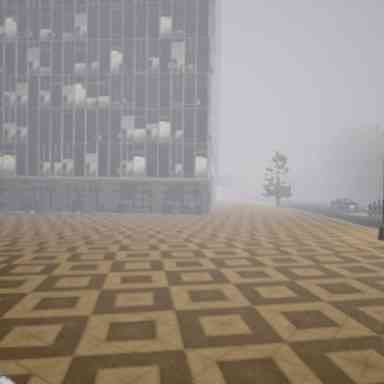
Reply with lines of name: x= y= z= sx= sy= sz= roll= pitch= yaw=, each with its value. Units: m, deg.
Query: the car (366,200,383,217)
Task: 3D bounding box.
car: x=16.534 y=1.454 z=28.134 sx=2.128 sy=1.511 sz=4.902 roll=1 pitch=0 yaw=5

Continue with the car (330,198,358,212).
car: x=17.433 y=1.416 z=38.286 sx=2.128 sy=1.511 sz=4.902 roll=1 pitch=0 yaw=5
